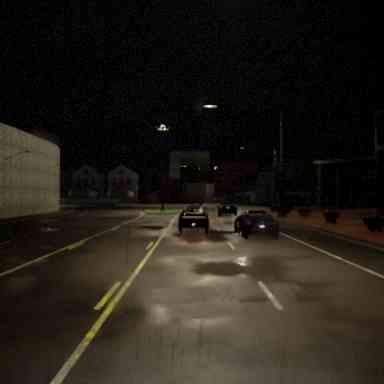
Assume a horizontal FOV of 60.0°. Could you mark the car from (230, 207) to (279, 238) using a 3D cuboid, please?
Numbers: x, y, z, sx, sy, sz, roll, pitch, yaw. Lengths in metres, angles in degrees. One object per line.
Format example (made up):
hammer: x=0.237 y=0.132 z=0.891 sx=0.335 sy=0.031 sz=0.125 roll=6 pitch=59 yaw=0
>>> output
car: x=3.595 y=1.761 z=19.078 sx=1.994 sy=1.385 sz=4.181 roll=0 pitch=-1 yaw=0

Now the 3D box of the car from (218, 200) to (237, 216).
car: x=4.006 y=1.741 z=37.780 sx=2.097 sy=1.767 sz=4.553 roll=0 pitch=-1 yaw=4

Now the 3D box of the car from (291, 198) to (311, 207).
car: x=21.357 y=1.972 z=65.360 sx=4.553 sy=1.767 sz=2.097 roll=0 pitch=-1 yaw=-39

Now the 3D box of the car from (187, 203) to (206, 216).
car: x=0.571 y=1.963 z=38.693 sx=1.994 sy=1.385 sz=4.181 roll=0 pitch=-1 yaw=5

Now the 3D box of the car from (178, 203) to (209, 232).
car: x=0.095 y=1.717 z=21.854 sx=2.128 sy=1.511 sz=4.902 roll=0 pitch=-1 yaw=0
